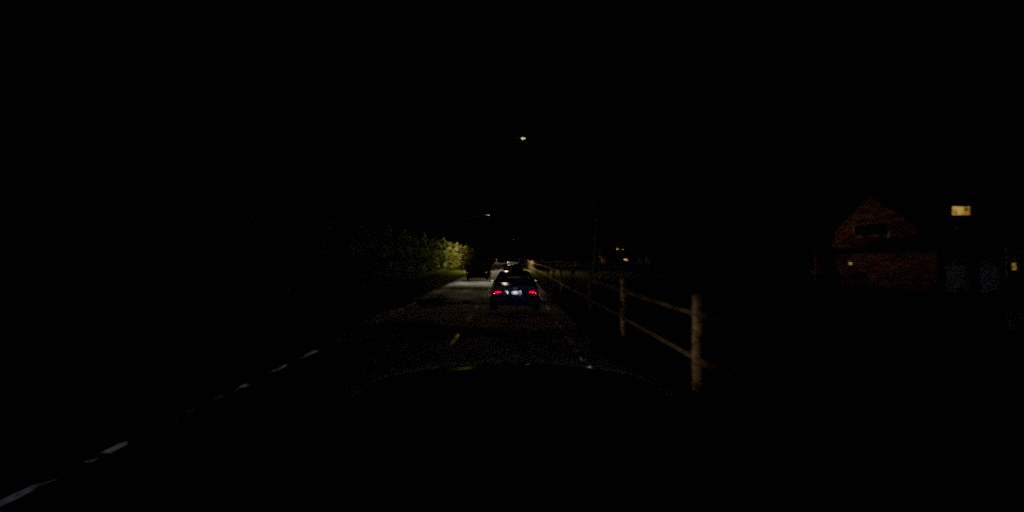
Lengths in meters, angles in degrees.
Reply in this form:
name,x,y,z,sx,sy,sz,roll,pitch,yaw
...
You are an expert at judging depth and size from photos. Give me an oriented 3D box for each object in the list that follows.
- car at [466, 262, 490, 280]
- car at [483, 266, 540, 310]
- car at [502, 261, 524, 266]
name,x,y,z,sx,sy,sz,roll,pitch,yaw
car,-2.848,1.252,31.238,1.882,1.535,5.008,0,0,0
car,0.089,1.305,14.777,2.033,1.411,5.357,0,0,0
car,0.100,1.271,35.300,2.128,1.511,4.902,0,0,0
